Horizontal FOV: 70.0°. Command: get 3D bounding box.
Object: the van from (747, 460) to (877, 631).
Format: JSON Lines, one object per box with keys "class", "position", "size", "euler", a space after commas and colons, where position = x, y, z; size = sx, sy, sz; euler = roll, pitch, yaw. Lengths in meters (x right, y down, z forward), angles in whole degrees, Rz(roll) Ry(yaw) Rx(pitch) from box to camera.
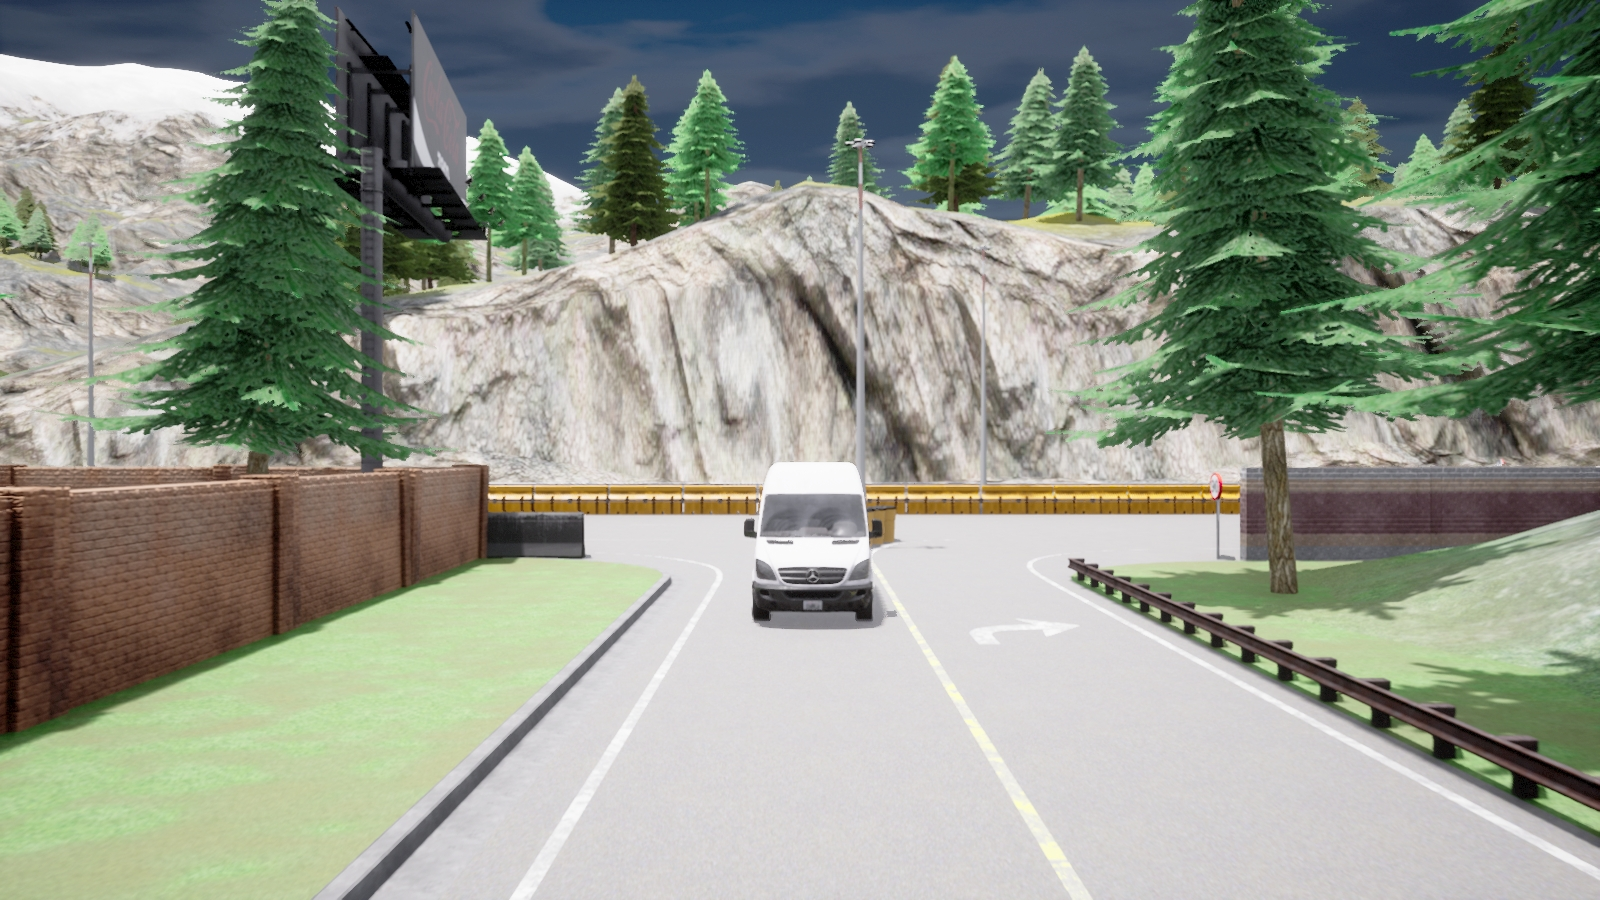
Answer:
{"class": "van", "position": [0.244, 1.498, 20.550], "size": [1.988, 2.561, 5.915], "euler": [0, 0, 1]}
